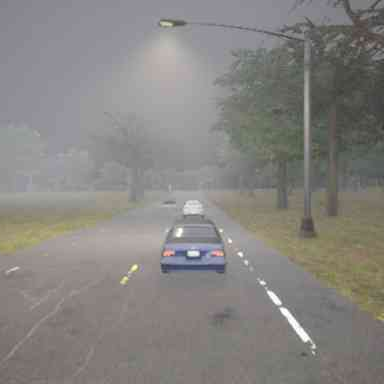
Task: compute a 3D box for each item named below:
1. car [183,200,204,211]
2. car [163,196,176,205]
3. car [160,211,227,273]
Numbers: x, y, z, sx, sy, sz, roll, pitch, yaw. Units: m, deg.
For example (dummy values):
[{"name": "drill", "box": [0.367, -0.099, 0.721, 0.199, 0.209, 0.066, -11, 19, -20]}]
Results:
[{"name": "car", "box": [0.137, 1.500, 30.481, 1.812, 1.442, 4.674, 0, 1, 0]}, {"name": "car", "box": [-3.459, 1.284, 53.036, 2.033, 1.411, 5.357, 0, 1, 1]}, {"name": "car", "box": [0.063, 1.577, 10.753, 2.033, 1.411, 5.357, 0, 0, 1]}]
